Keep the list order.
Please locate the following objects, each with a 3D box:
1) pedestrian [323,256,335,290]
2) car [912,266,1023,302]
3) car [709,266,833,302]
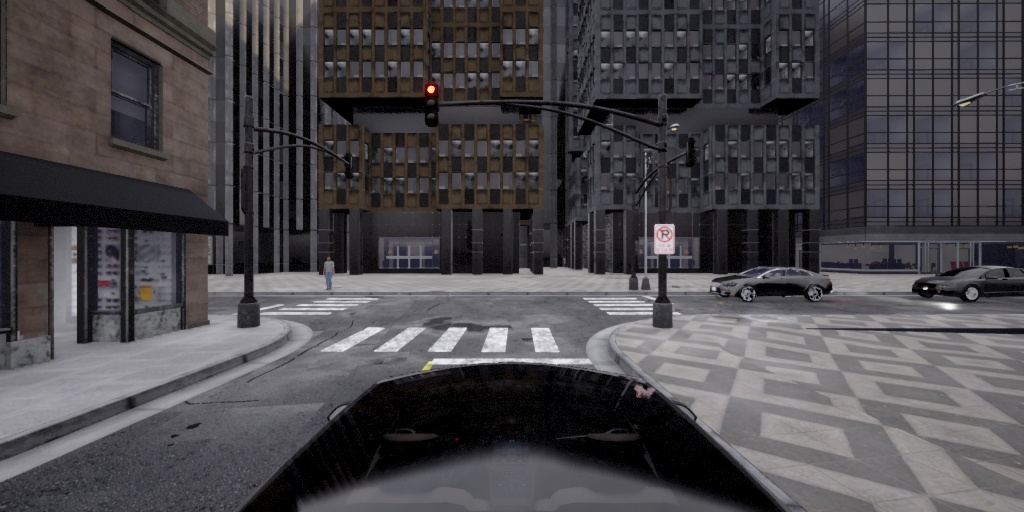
[{"bbox_3d":[-9.927,0.902,19.470,0.375,1.860,0.375,0,0,0],"label":"pedestrian"},{"bbox_3d":[21.155,1.223,16.221,4.892,1.490,1.837,0,0,1],"label":"car"},{"bbox_3d":[11.635,1.222,16.289,4.902,1.511,2.128,0,0,0],"label":"car"}]
